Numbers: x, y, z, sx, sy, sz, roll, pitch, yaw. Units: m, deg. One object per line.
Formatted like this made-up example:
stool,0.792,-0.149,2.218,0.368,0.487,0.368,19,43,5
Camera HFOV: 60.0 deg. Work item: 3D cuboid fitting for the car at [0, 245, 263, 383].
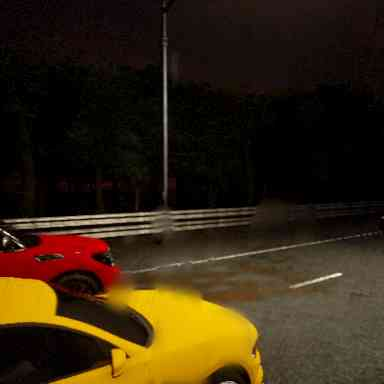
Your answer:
car,-1.596,1.477,2.613,5.008,1.535,1.882,0,0,-36

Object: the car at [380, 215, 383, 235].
car,10.862,1.359,15.921,4.902,1.511,2.128,-1,0,-36

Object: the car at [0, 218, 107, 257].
car,-3.960,1.224,5.225,5.566,2.045,2.150,0,0,-36
